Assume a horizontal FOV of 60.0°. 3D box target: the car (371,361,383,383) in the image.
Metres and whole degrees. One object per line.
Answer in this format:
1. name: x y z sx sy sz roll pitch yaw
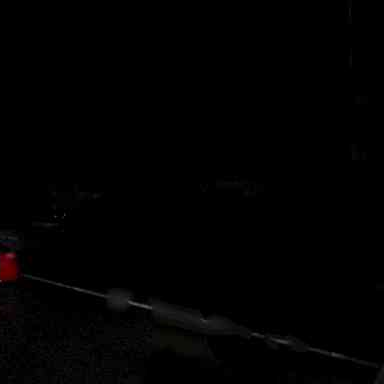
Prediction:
1. car: 3.459 1.575 1.517 4.718 1.301 1.895 -1 -1 36

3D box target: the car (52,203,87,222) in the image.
1. car: -9.770 1.779 29.117 1.837 1.490 4.892 -1 -1 35

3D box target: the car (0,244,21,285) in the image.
1. car: -6.283 1.690 8.721 4.181 1.385 1.994 -1 -1 39
